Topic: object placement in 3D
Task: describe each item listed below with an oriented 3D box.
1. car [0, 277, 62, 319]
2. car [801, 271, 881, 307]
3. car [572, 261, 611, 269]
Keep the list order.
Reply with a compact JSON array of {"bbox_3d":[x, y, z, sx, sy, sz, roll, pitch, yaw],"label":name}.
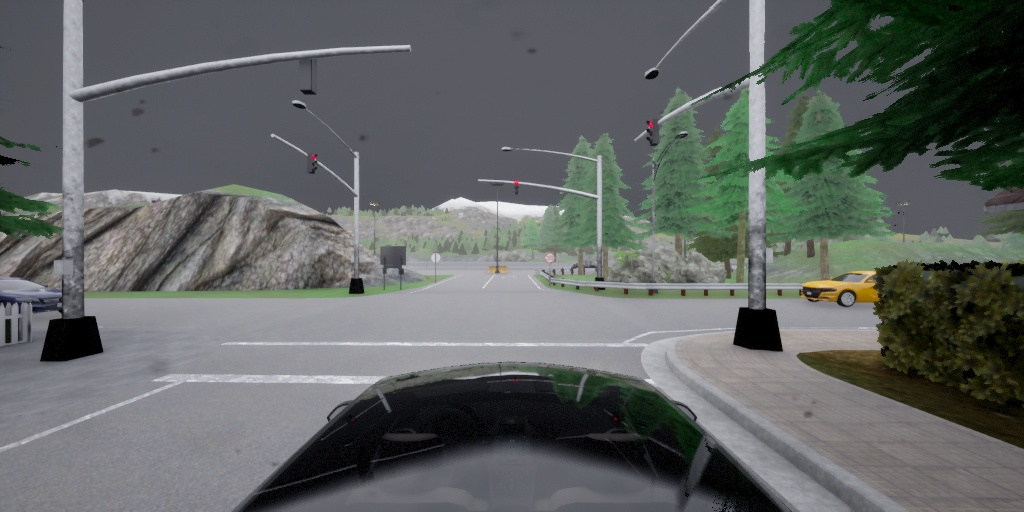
[{"bbox_3d":[-18.276,1.467,12.714,4.674,1.442,1.812,0,0,0],"label":"car"},{"bbox_3d":[15.958,1.419,16.220,5.008,1.535,1.882,0,0,0],"label":"car"},{"bbox_3d":[10.351,1.423,46.609,5.008,1.535,1.882,0,-1,4],"label":"car"}]
